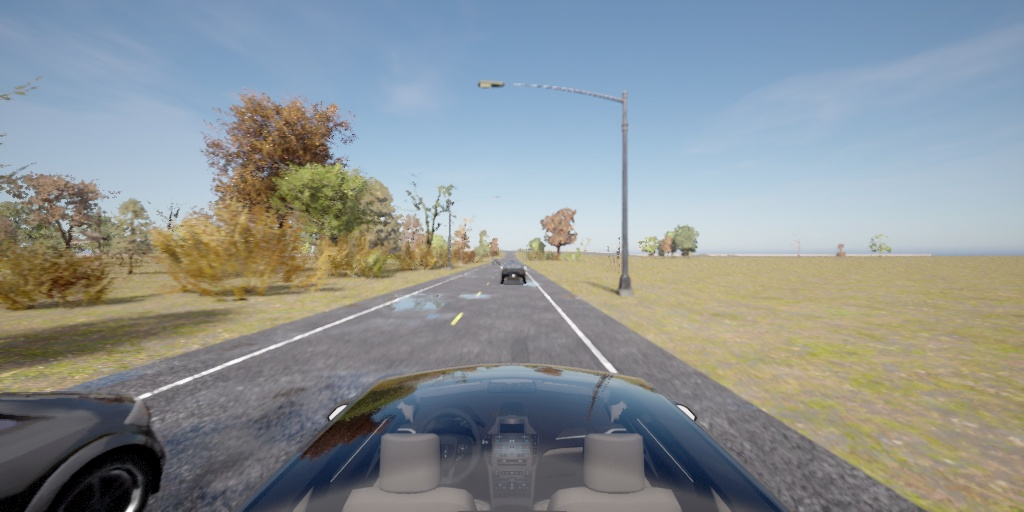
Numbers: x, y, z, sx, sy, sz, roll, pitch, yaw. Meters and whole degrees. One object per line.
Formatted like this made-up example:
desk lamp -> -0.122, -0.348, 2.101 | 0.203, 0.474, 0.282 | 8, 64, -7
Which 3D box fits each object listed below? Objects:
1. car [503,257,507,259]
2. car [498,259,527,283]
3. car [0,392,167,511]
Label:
car -> 0.108, 1.272, 46.298 | 1.837, 1.490, 4.892 | 0, 0, 0
car -> 0.105, 1.240, 27.797 | 1.882, 1.535, 5.008 | 0, 0, 0
car -> -3.598, 1.314, 0.925 | 1.994, 1.385, 4.181 | 0, 0, 0
